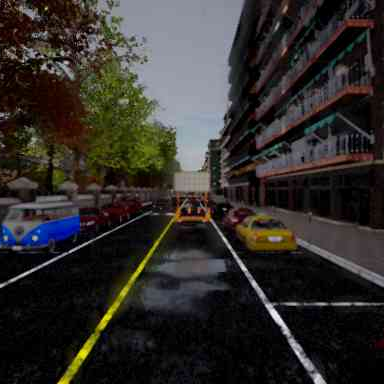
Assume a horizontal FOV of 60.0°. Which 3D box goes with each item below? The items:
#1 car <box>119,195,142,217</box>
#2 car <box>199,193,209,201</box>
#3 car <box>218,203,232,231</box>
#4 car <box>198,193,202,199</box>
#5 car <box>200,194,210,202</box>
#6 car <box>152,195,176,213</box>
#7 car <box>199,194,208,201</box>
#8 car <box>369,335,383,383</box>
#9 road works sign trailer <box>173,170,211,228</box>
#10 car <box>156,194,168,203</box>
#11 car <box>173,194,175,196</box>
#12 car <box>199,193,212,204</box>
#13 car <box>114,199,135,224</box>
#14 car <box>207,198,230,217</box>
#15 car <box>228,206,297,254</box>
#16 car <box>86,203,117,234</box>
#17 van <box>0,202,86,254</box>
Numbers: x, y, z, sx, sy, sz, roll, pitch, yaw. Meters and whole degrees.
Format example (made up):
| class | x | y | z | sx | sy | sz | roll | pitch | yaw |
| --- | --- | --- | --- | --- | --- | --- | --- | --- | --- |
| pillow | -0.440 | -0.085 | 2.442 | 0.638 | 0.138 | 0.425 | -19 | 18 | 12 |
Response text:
| class | x | y | z | sx | sy | sz | roll | pitch | yaw |
| --- | --- | --- | --- | --- | --- | --- | --- | --- | --- |
| car | -5.691 | 1.218 | 29.804 | 2.192 | 1.841 | 5.009 | 0 | 0 | 0 |
| car | 2.687 | 1.109 | 74.844 | 2.192 | 1.841 | 5.009 | 0 | 0 | 0 |
| car | 2.689 | 1.519 | 18.543 | 1.802 | 1.307 | 4.206 | 0 | 0 | 0 |
| car | 2.688 | 1.362 | 63.585 | 1.887 | 1.381 | 4.507 | 0 | 0 | 0 |
| car | 2.688 | 1.245 | 69.214 | 1.967 | 1.590 | 4.097 | 0 | 0 | 0 |
| car | -3.095 | 1.390 | 35.682 | 1.837 | 1.490 | 4.892 | 0 | 0 | 0 |
| car | 2.688 | 1.223 | 80.476 | 1.967 | 1.590 | 4.097 | 0 | 0 | 0 |
| car | 2.690 | 1.434 | 1.651 | 1.967 | 1.590 | 4.097 | 0 | 0 | 0 |
| road works sign trailer | 0.000 | 0.392 | 21.561 | 2.380 | 3.560 | 2.880 | 0 | 0 | 0 |
| car | -5.692 | 1.257 | 63.585 | 1.967 | 1.590 | 4.097 | 0 | 0 | 0 |
| car | -5.692 | 1.333 | 80.475 | 2.008 | 1.369 | 4.403 | 0 | 0 | 0 |
| car | 2.689 | 1.374 | 57.955 | 1.887 | 1.381 | 4.507 | 0 | 0 | 0 |
| car | -5.691 | 1.465 | 24.172 | 1.887 | 1.381 | 4.507 | 0 | 0 | 0 |
| car | 2.689 | 1.469 | 29.805 | 1.947 | 1.339 | 4.313 | 0 | 0 | 0 |
| car | 2.690 | 1.480 | 13.082 | 1.752 | 1.417 | 4.829 | 0 | 0 | 0 |
| car | -5.691 | 1.519 | 18.542 | 1.802 | 1.307 | 4.206 | 0 | 0 | 0 |
| van | -5.691 | 1.296 | 12.910 | 1.690 | 1.788 | 3.998 | 0 | 0 | 0 |
